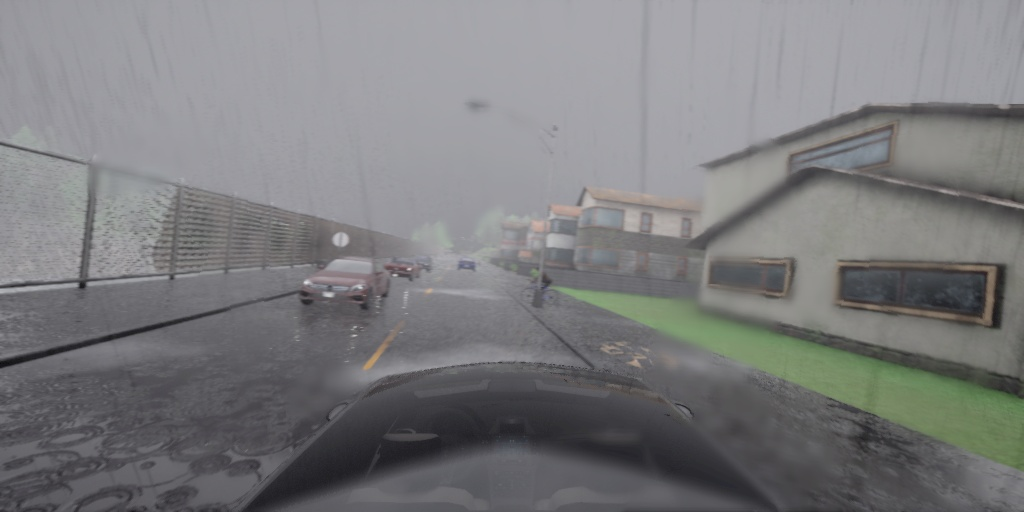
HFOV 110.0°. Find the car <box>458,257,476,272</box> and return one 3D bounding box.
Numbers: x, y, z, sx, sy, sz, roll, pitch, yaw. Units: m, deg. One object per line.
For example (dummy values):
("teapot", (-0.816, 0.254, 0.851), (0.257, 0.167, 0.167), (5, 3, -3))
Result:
("car", (-5.084, 0.856, 40.254), (1.882, 1.535, 5.008), (6, 0, -8))

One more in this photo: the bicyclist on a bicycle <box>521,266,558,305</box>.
("bicyclist on a bicycle", (1.223, 1.283, 15.421), (1.656, 1.620, 0.582), (6, 0, -8))

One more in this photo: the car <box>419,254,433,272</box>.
("car", (-8.195, 0.561, 32.492), (2.033, 1.411, 5.357), (6, 0, -8))

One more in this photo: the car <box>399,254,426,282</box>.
("car", (-6.713, 0.724, 21.942), (1.895, 1.301, 4.718), (6, 0, -8))

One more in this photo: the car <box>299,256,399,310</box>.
("car", (-5.273, 0.757, 12.004), (1.812, 1.442, 4.674), (6, 0, -9))
